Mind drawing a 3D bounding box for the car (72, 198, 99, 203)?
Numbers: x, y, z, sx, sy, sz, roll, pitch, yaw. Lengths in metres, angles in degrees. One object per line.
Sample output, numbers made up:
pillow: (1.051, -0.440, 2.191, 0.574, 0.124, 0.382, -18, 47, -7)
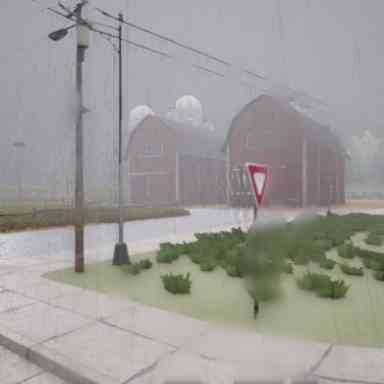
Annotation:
car: (-16.313, 1.588, 50.847, 5.008, 1.535, 1.882, 0, 0, 34)
